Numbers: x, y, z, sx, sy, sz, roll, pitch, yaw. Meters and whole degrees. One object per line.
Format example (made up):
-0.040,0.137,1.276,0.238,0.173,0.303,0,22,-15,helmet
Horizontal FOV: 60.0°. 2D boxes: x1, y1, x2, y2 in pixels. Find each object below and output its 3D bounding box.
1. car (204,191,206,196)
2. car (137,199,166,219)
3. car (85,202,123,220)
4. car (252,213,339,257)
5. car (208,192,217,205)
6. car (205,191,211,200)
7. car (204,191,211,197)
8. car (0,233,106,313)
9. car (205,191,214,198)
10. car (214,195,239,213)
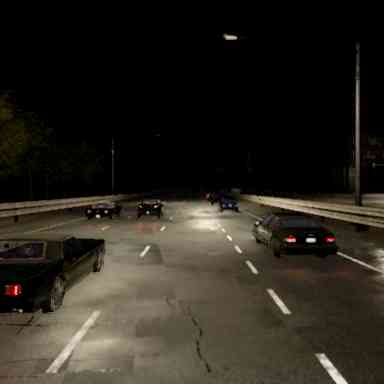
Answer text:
4.031,0.776,71.486,2.097,1.767,4.553,0,1,1,car
-3.321,1.342,27.563,2.128,1.511,4.902,0,0,0,car
-6.829,1.460,26.428,1.895,1.301,4.718,0,0,0,car
3.616,1.496,12.583,2.033,1.411,5.357,0,0,0,car
3.754,1.149,49.579,1.837,1.490,4.892,0,1,1,car
3.880,1.040,60.549,1.837,1.490,4.892,0,1,1,car
4.416,0.450,93.635,1.801,1.575,5.366,0,1,1,car
-3.394,1.572,7.512,1.895,1.301,4.718,0,0,0,car
4.209,0.594,82.445,2.097,1.767,4.553,0,1,1,car
3.721,1.337,34.624,2.033,1.411,5.357,0,0,1,car
